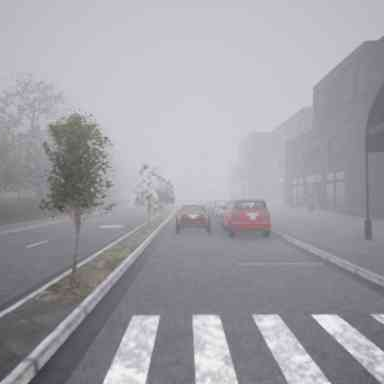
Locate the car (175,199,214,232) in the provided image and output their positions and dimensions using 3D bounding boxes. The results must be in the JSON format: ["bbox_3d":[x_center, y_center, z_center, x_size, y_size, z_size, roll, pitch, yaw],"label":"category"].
[{"bbox_3d":[0.070,1.531,21.480,2.097,1.767,4.553,0,0,0],"label":"car"}]

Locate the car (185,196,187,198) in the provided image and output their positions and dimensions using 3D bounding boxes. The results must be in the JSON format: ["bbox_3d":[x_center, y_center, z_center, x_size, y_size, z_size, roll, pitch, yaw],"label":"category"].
[{"bbox_3d":[0.125,2.070,80.377,2.097,1.535,5.008,0,0,-6],"label":"car"}]

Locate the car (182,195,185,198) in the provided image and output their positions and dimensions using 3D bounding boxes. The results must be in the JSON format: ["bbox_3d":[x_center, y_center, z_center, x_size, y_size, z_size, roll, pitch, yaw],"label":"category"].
[{"bbox_3d":[-0.539,2.099,85.906,2.097,1.535,5.008,0,0,-7],"label":"car"}]

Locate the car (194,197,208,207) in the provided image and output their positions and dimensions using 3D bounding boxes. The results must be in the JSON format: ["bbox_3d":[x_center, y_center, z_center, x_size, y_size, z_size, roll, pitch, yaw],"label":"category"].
[{"bbox_3d":[1.742,1.847,63.749,2.185,1.767,4.553,0,0,-4],"label":"car"}]

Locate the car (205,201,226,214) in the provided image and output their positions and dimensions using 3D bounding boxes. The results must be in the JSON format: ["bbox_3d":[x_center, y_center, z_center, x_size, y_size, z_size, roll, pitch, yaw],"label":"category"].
[{"bbox_3d":[2.875,1.849,41.462,2.163,1.488,4.792,0,0,-1],"label":"car"}]

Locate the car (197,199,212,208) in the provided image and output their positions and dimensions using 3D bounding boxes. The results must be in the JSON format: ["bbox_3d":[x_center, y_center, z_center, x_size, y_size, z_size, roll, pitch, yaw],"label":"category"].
[{"bbox_3d":[2.135,1.967,58.262,2.163,1.488,4.792,0,0,-3],"label":"car"}]

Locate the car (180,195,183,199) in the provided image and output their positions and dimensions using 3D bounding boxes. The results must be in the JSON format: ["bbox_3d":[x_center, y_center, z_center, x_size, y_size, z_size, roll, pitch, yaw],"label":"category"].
[{"bbox_3d":[-1.321,2.122,91.606,1.946,1.575,5.366,0,0,-8],"label":"car"}]

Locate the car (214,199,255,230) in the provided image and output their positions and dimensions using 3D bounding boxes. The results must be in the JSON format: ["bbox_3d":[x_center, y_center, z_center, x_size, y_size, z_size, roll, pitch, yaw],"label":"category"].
[{"bbox_3d":[3.015,1.563,24.744,2.185,1.767,4.553,0,0,0],"label":"car"}]

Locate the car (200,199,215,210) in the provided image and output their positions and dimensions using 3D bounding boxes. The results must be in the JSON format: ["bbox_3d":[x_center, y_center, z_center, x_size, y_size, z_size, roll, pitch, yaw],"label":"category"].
[{"bbox_3d":[2.441,1.940,52.667,2.002,1.452,4.674,0,0,-3],"label":"car"}]
